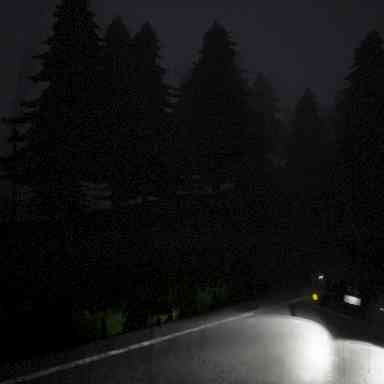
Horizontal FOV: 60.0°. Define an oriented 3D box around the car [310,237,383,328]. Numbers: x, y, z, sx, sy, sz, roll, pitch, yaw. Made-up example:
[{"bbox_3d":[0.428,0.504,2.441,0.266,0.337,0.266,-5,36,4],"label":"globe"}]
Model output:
[{"bbox_3d":[4.285,1.629,6.678,4.181,1.385,1.994,1,0,-35],"label":"car"}]
